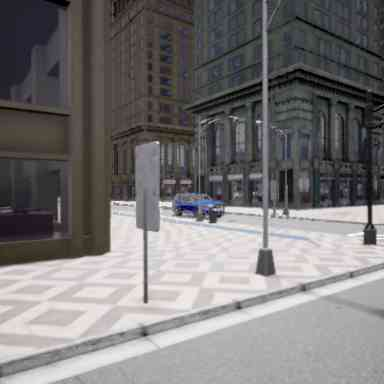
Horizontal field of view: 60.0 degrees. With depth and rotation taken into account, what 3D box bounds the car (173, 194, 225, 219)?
[{"bbox_3d":[0.470,1.171,28.733,2.150,2.045,5.566,0,0,-35],"label":"car"}]
